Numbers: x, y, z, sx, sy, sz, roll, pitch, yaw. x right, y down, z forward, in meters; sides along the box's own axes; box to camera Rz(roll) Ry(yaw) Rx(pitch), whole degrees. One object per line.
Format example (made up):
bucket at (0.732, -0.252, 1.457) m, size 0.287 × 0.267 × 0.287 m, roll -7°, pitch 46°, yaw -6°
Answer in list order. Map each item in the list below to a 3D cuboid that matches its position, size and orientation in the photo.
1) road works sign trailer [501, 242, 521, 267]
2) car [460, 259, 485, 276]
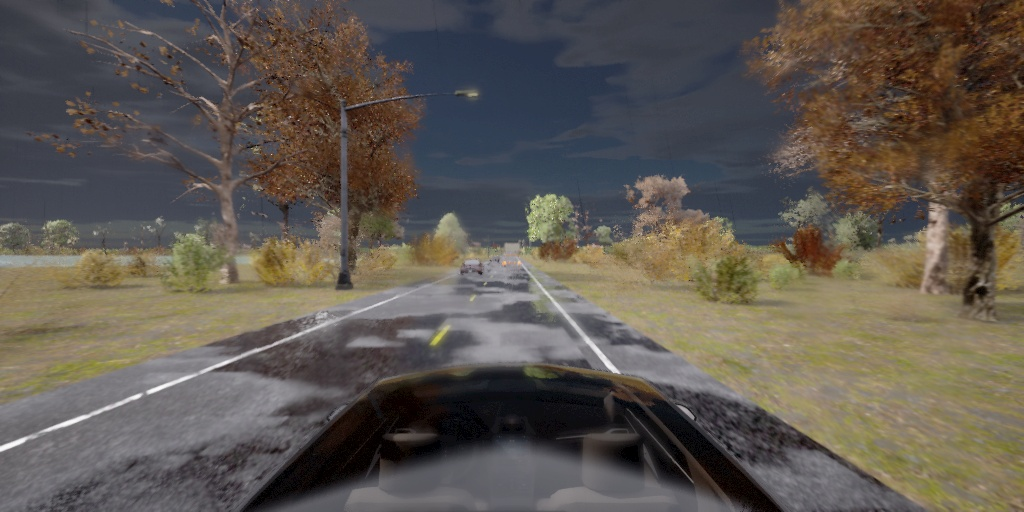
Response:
road works sign trailer at (0.008, -0.213, 52.185) m, size 2.380 × 3.560 × 2.880 m, roll 0°, pitch 0°, yaw 0°
car at (-3.587, 1.021, 33.084) m, size 1.812 × 1.442 × 4.674 m, roll 0°, pitch 0°, yaw 0°
